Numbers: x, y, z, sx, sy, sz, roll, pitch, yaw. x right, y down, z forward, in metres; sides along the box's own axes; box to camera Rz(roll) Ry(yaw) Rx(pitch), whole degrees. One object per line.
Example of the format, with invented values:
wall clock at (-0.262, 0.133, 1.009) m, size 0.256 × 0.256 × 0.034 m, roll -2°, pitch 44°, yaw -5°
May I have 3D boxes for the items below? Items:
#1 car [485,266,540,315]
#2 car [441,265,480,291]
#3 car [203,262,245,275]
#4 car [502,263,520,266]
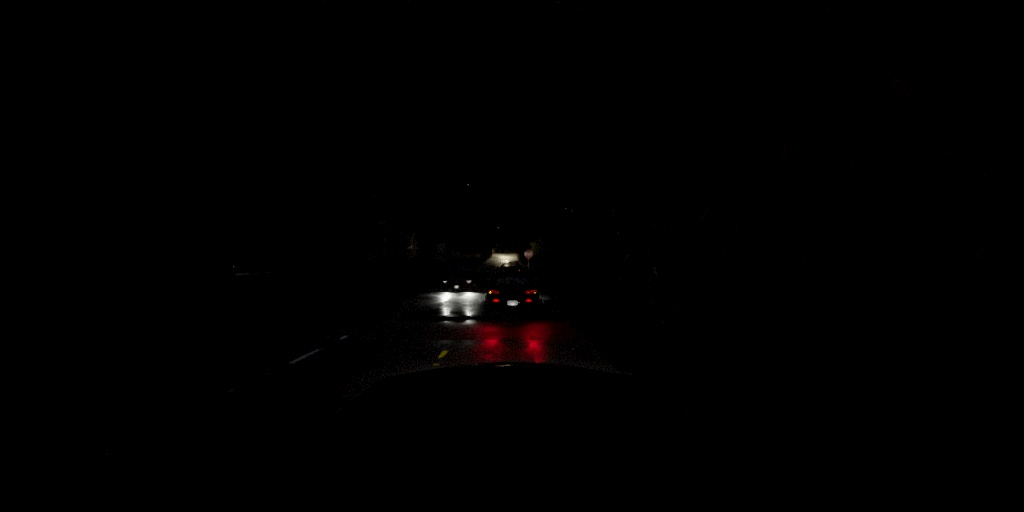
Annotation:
car at (0.012, 1.286, 13.515) m, size 1.812 × 1.442 × 4.674 m, roll 0°, pitch 0°, yaw 0°
car at (-2.969, 1.256, 21.840) m, size 2.033 × 1.411 × 5.357 m, roll 0°, pitch 1°, yaw 0°
car at (-38.331, 1.548, 47.792) m, size 4.553 × 1.767 × 2.097 m, roll -1°, pitch 1°, yaw 0°
car at (-0.085, 1.208, 30.012) m, size 1.895 × 1.301 × 4.718 m, roll 0°, pitch 1°, yaw 0°
